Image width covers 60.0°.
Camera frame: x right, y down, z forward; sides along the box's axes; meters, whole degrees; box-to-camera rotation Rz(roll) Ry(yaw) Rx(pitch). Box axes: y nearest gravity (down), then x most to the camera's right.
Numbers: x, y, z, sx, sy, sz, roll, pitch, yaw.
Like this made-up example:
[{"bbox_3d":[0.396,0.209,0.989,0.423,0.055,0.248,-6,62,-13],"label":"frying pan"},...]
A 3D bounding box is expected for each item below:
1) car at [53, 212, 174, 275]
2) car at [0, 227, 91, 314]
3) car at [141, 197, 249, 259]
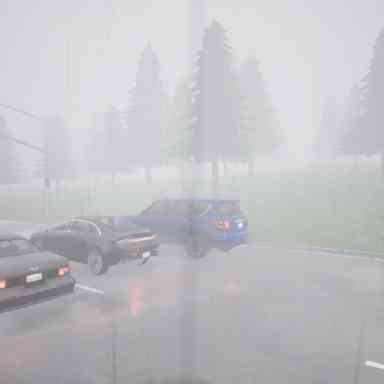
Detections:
[{"bbox_3d":[-3.211,1.491,10.451,4.902,1.511,2.128,0,0,36],"label":"car"},{"bbox_3d":[-4.807,1.547,7.285,5.357,1.411,2.033,0,0,36],"label":"car"},{"bbox_3d":[-0.540,1.221,12.837,5.566,2.045,2.150,0,0,35],"label":"car"}]
